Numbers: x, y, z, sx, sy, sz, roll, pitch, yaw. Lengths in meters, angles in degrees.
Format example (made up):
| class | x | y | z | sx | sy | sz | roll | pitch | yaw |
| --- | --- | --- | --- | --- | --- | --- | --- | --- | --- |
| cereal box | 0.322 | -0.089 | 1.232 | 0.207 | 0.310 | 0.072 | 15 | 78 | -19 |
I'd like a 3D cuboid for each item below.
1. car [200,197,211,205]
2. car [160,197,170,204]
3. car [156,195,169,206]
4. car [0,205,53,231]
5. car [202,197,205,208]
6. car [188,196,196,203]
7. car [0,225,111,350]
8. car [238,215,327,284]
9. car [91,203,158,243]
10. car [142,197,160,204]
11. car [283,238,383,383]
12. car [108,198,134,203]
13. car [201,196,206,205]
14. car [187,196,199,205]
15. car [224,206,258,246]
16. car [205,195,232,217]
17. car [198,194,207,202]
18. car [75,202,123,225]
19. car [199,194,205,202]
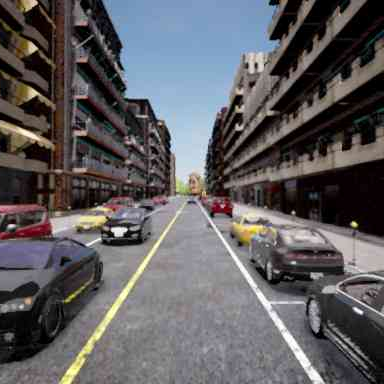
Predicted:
| class | x | y | z | sx | sy | sz | roll | pitch | yaw |
| --- | --- | --- | --- | --- | --- | --- | --- | --- | --- |
| car | 2.667 | 1.749 | 65.056 | 1.947 | 1.339 | 4.313 | 1 | 0 | 0 |
| car | -5.716 | 1.784 | 70.653 | 1.802 | 1.307 | 4.206 | 1 | 0 | 0 |
| car | -5.707 | 1.483 | 59.518 | 2.192 | 1.841 | 5.009 | 1 | 0 | 0 |
| car | -5.681 | 1.341 | 9.408 | 2.192 | 1.841 | 5.009 | 1 | 0 | 0 |
| car | 2.679 | 1.668 | 42.785 | 2.008 | 1.369 | 4.403 | 1 | 0 | 0 |
| car | -0.037 | 1.625 | 73.817 | 1.812 | 1.442 | 4.674 | 0 | 0 | 0 |
| car | -3.096 | 1.582 | 6.312 | 1.994 | 1.385 | 4.181 | 0 | 0 | 0 |
| car | 2.696 | 1.575 | 9.377 | 2.008 | 1.369 | 4.403 | 1 | 0 | 0 |
| car | -3.066 | 1.536 | 16.468 | 2.128 | 1.511 | 4.902 | 0 | 0 | 0 |
| car | -5.702 | 1.685 | 42.814 | 1.947 | 1.339 | 4.313 | 1 | 0 | 0 |
| car | 2.699 | 1.561 | 3.810 | 2.008 | 1.369 | 4.403 | 1 | 0 | 0 |
| car | -5.690 | 1.387 | 26.111 | 2.192 | 1.841 | 5.009 | 1 | 0 | 0 |
| car | 2.676 | 1.678 | 48.352 | 1.887 | 1.381 | 4.507 | 1 | 0 | 0 |
| car | -0.032 | 1.781 | 63.808 | 1.895 | 1.301 | 4.718 | 0 | 0 | 0 |
| car | 2.694 | 1.565 | 15.115 | 1.752 | 1.417 | 4.829 | 1 | 0 | 0 |
| car | 2.688 | 1.400 | 31.650 | 2.192 | 1.841 | 5.009 | 1 | 0 | 0 |
| car | 2.658 | 1.566 | 87.329 | 2.192 | 1.841 | 5.009 | 1 | 0 | 0 |
| car | -5.690 | 1.581 | 20.372 | 1.752 | 1.417 | 4.829 | 1 | 0 | 0 |
| car | 2.676 | 1.465 | 53.920 | 2.192 | 1.841 | 5.009 | 1 | 0 | 0 |
